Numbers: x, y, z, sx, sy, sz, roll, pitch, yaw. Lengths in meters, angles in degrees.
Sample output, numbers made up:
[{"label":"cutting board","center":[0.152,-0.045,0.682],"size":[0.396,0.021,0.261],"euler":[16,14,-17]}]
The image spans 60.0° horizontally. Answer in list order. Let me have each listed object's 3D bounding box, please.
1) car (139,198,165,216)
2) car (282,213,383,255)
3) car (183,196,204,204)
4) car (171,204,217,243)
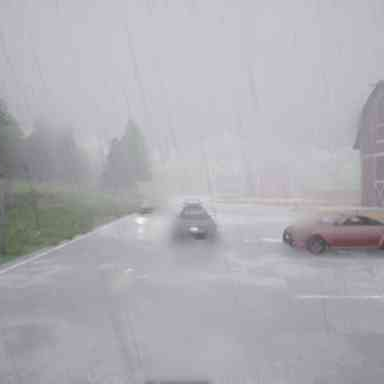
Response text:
[{"label":"car","center":[-3.600,1.328,30.450],"size":[1.882,1.535,5.008],"euler":[0,0,0]},{"label":"car","center":[5.558,1.489,12.481],"size":[4.181,1.381,1.994],"euler":[0,0,-1]},{"label":"car","center":[0.088,1.371,31.428],"size":[1.812,1.442,4.674],"euler":[0,0,0]},{"label":"car","center":[0.092,1.487,15.638],"size":[1.994,1.385,4.181],"euler":[0,0,0]}]
